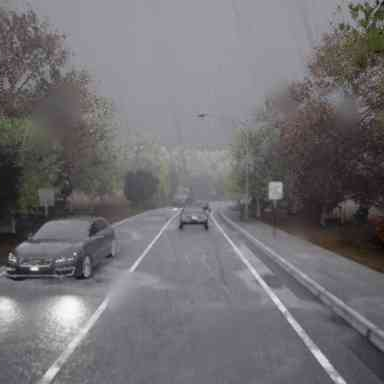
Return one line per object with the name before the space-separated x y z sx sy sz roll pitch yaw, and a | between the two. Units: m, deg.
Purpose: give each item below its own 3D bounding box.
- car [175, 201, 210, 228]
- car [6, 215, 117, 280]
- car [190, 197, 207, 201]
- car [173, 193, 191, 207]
car | 0.109 1.566 22.183 2.033 1.411 5.357 0 0 0
car | -3.581 1.514 10.011 1.837 1.490 4.892 0 0 0
car | 1.271 1.659 43.589 1.895 1.301 4.718 1 0 7
car | -1.334 1.250 50.813 2.150 2.045 5.566 1 0 10
